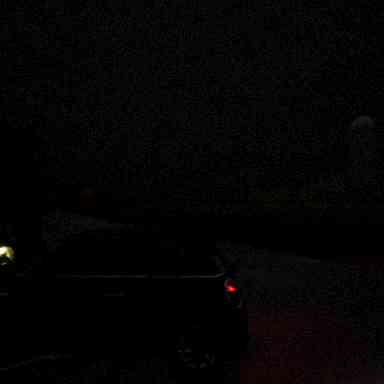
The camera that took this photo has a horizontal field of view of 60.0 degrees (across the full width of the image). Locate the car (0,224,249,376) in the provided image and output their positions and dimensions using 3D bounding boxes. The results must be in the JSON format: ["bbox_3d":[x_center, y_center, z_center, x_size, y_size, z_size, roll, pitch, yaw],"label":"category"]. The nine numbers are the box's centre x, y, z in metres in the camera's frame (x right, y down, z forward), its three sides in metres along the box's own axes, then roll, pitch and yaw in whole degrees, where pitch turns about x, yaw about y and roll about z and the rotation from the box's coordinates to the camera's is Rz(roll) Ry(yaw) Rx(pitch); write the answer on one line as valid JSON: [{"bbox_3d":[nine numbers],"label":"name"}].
[{"bbox_3d":[-1.433,1.377,5.256,4.553,1.767,2.097,0,-1,6],"label":"car"}]
